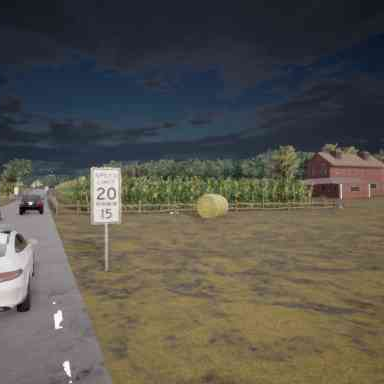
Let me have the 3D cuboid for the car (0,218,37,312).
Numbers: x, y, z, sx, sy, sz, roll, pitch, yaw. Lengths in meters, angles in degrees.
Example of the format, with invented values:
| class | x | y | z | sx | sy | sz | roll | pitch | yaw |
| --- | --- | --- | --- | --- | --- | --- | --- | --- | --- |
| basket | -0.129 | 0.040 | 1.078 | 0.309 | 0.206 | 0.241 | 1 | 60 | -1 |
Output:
| class | x | y | z | sx | sy | sz | roll | pitch | yaw |
| --- | --- | --- | --- | --- | --- | --- | --- | --- | --- |
| car | -4.441 | 1.534 | 7.158 | 1.812 | 1.442 | 4.674 | 0 | 0 | -24 |

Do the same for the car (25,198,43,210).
| class | x | y | z | sx | sy | sz | roll | pitch | yaw |
| --- | --- | --- | --- | --- | --- | --- | --- | --- | --- |
| car | -21.175 | 1.594 | 44.625 | 2.033 | 1.411 | 5.357 | 0 | 0 | -24 |

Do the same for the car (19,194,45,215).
| class | x | y | z | sx | sy | sz | roll | pitch | yaw |
| --- | --- | --- | --- | --- | --- | --- | --- | --- | --- |
| car | -16.930 | 1.265 | 35.230 | 2.150 | 2.045 | 5.566 | 0 | 0 | -23 |

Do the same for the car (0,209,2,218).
| class | x | y | z | sx | sy | sz | roll | pitch | yaw |
| --- | --- | --- | --- | --- | --- | --- | --- | --- | --- |
| car | -15.569 | 1.572 | 25.112 | 1.812 | 1.442 | 4.674 | 0 | 0 | -24 |
